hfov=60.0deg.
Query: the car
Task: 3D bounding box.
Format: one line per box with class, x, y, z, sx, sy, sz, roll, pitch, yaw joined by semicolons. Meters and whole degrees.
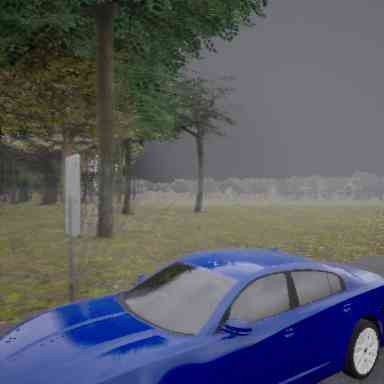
car;0.421;1.500;4.021;5.008;1.535;1.882;1;0;-34
